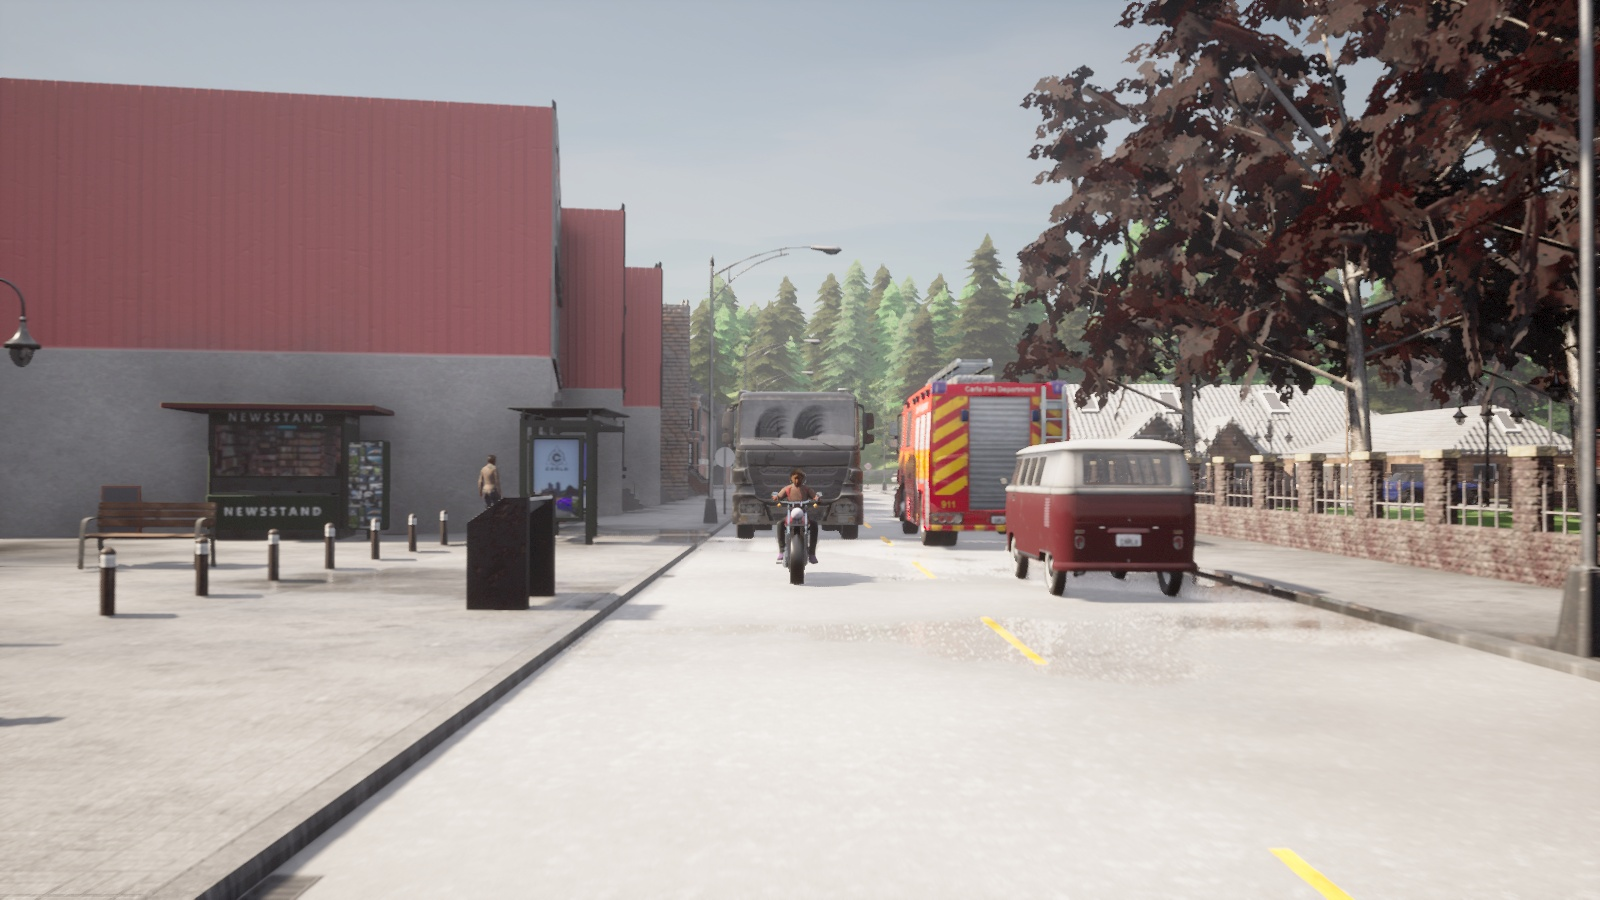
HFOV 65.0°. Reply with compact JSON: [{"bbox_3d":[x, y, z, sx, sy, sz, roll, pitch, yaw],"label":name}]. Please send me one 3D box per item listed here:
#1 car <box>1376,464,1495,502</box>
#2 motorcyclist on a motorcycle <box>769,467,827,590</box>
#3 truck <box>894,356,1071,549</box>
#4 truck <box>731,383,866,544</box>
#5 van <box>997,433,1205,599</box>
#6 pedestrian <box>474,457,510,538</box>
[{"bbox_3d":[29.952,1.546,59.284,4.553,1.767,2.097,0,-1,-2],"label":"car"},{"bbox_3d":[-0.030,1.067,18.019,0.766,1.649,2.350,0,-1,0],"label":"motorcyclist on a motorcycle"},{"bbox_3d":[3.949,0.123,29.215,2.891,3.827,8.468,0,-1,0],"label":"truck"},{"bbox_3d":[-0.054,0.353,31.098,2.891,3.462,7.936,0,-1,0],"label":"truck"},{"bbox_3d":[3.970,0.838,17.319,1.775,1.987,4.442,0,-1,0],"label":"van"},{"bbox_3d":[-6.971,1.070,28.413,0.328,1.805,0.869,-1,-1,23],"label":"pedestrian"}]
